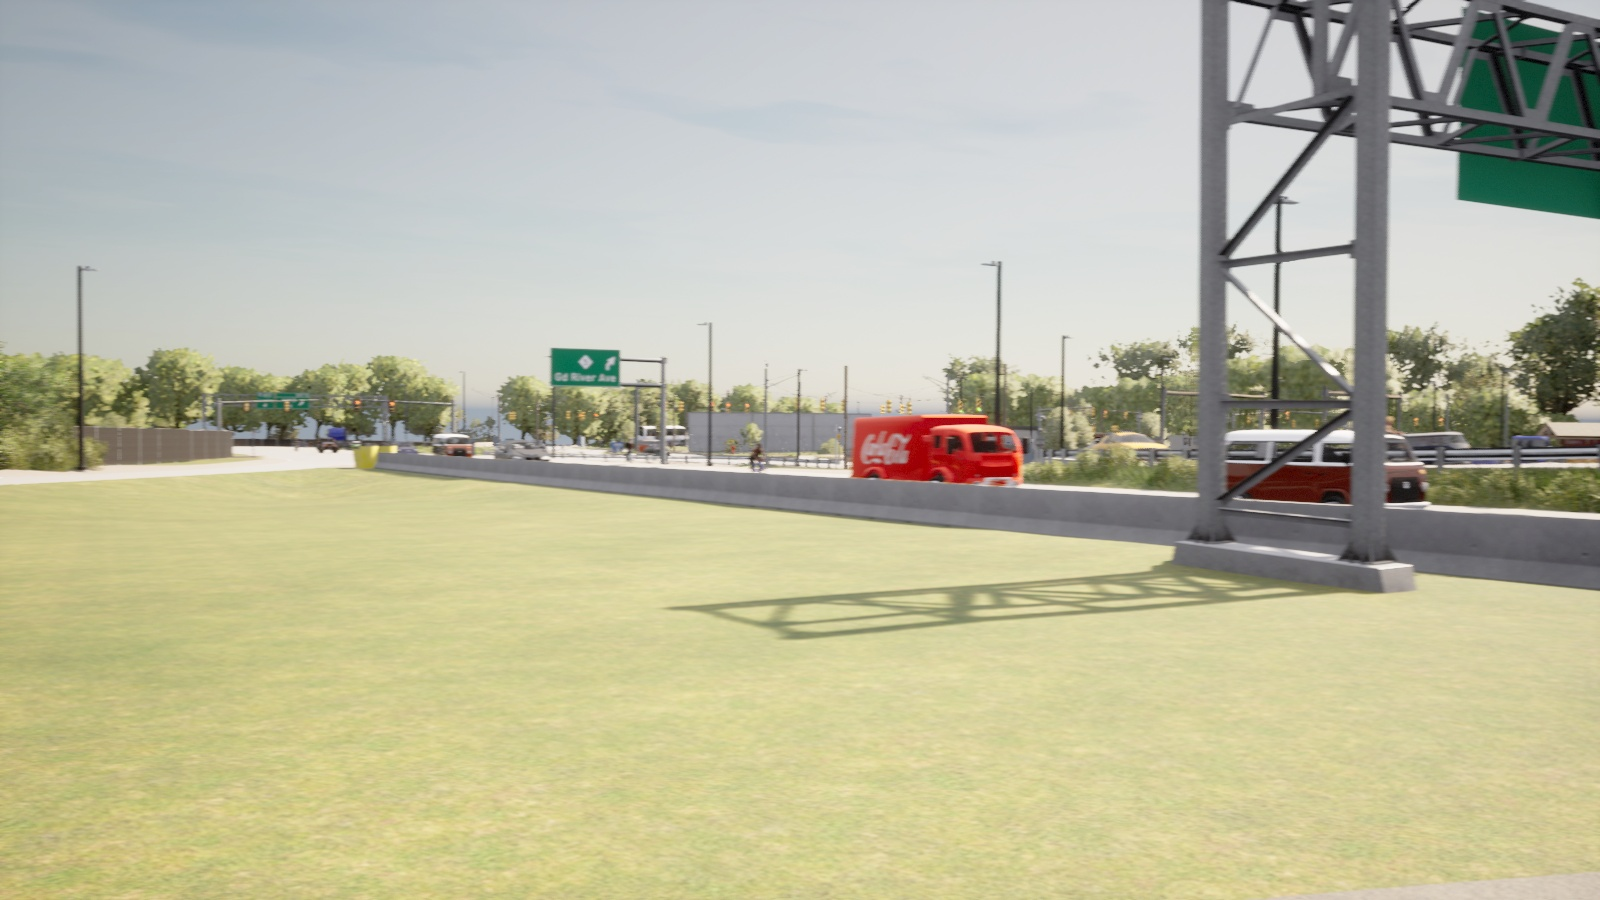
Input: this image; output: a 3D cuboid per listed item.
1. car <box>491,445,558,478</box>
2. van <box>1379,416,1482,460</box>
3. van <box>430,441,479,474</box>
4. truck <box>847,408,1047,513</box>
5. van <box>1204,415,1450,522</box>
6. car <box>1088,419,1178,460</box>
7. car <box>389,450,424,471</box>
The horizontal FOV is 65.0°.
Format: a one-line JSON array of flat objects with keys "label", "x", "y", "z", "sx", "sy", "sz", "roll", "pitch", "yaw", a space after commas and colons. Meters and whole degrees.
[{"label": "car", "x": -14.745, "y": 0.586, "z": 67.033, "sx": 2.242, "sy": 1.667, "sz": 4.611, "roll": -2, "pitch": 1, "yaw": -28}, {"label": "van", "x": 32.371, "y": -0.587, "z": 64.583, "sx": 1.775, "sy": 1.987, "sz": 4.442, "roll": -2, "pitch": -2, "yaw": -29}, {"label": "van", "x": -22.303, "y": 0.463, "z": 80.987, "sx": 2.069, "sy": 2.038, "sz": 4.480, "roll": -2, "pitch": 1, "yaw": -28}, {"label": "truck", "x": 3.730, "y": 0.235, "z": 32.888, "sx": 2.627, "sy": 2.467, "sz": 5.204, "roll": -2, "pitch": 1, "yaw": -28}, {"label": "van", "x": 11.058, "y": 0.340, "z": 26.710, "sx": 2.069, "sy": 2.038, "sz": 4.480, "roll": -2, "pitch": 1, "yaw": -28}, {"label": "car", "x": 13.833, "y": -0.391, "z": 52.492, "sx": 1.801, "sy": 1.575, "sz": 5.366, "roll": -1, "pitch": -1, "yaw": -6}, {"label": "car", "x": -29.696, "y": 0.754, "z": 94.673, "sx": 1.845, "sy": 1.501, "sz": 3.633, "roll": -2, "pitch": 1, "yaw": -28}]
